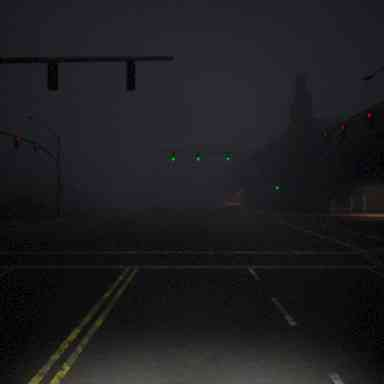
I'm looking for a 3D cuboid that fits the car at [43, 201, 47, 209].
[{"bbox_3d":[-21.418,1.335,43.894,3.866,1.878,1.905,0,0,0],"label":"car"}]

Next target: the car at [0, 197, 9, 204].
[{"bbox_3d":[-38.899,1.634,66.402,3.905,1.438,1.784,0,0,0],"label":"car"}]

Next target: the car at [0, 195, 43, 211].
[{"bbox_3d":[-21.474,1.320,41.000,4.605,1.855,1.932,0,0,0],"label":"car"}]

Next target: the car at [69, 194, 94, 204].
[{"bbox_3d":[-21.445,1.414,63.518,3.866,1.878,1.905,0,0,0],"label":"car"}]
